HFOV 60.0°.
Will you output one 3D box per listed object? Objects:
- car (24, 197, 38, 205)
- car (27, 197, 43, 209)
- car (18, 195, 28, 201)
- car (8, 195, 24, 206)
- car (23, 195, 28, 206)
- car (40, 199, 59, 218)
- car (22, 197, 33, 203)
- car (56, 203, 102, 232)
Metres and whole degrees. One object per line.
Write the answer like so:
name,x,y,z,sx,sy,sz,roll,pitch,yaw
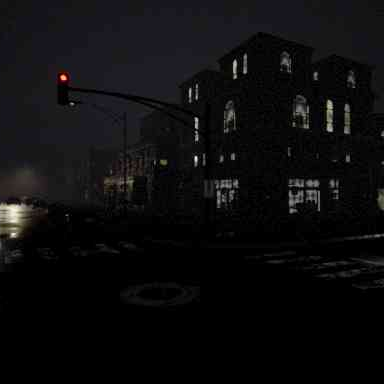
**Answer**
car,-28.363,1.568,58.518,2.008,1.369,4.403,0,0,-29
car,-20.229,1.561,44.086,2.008,1.369,4.403,0,0,-29
car,-41.917,1.475,82.570,1.967,1.590,4.097,0,0,-29
car,-30.255,1.494,56.591,1.882,1.535,5.008,0,0,-29
car,-25.650,1.454,53.707,1.967,1.590,4.097,0,0,-29
car,-12.095,1.587,29.653,1.802,1.307,4.206,0,0,-29
car,-33.784,1.605,68.138,1.802,1.307,4.206,0,0,-29
car,-6.674,1.569,20.033,1.947,1.339,4.313,0,0,-29
